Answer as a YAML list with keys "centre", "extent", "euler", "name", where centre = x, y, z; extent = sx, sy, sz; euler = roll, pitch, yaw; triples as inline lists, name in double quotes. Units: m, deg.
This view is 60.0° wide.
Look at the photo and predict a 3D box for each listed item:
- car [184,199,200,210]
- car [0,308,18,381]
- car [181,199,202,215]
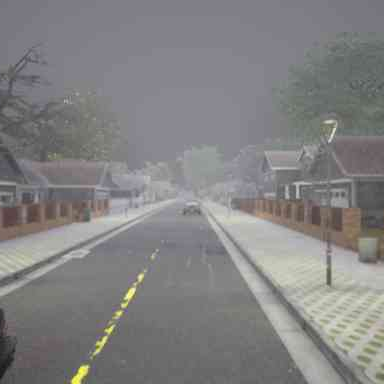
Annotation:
- centre: [-0.009, 1.689, 45.721]
  extent: [2.033, 1.411, 5.357]
  euler: [0, 0, 0]
  name: "car"
- centre: [-2.839, 1.553, 1.312]
  extent: [2.033, 1.411, 5.357]
  euler: [0, 0, 0]
  name: "car"
- centre: [-0.008, 1.629, 34.956]
  extent: [1.812, 1.442, 4.674]
  euler: [0, 0, 0]
  name: "car"
